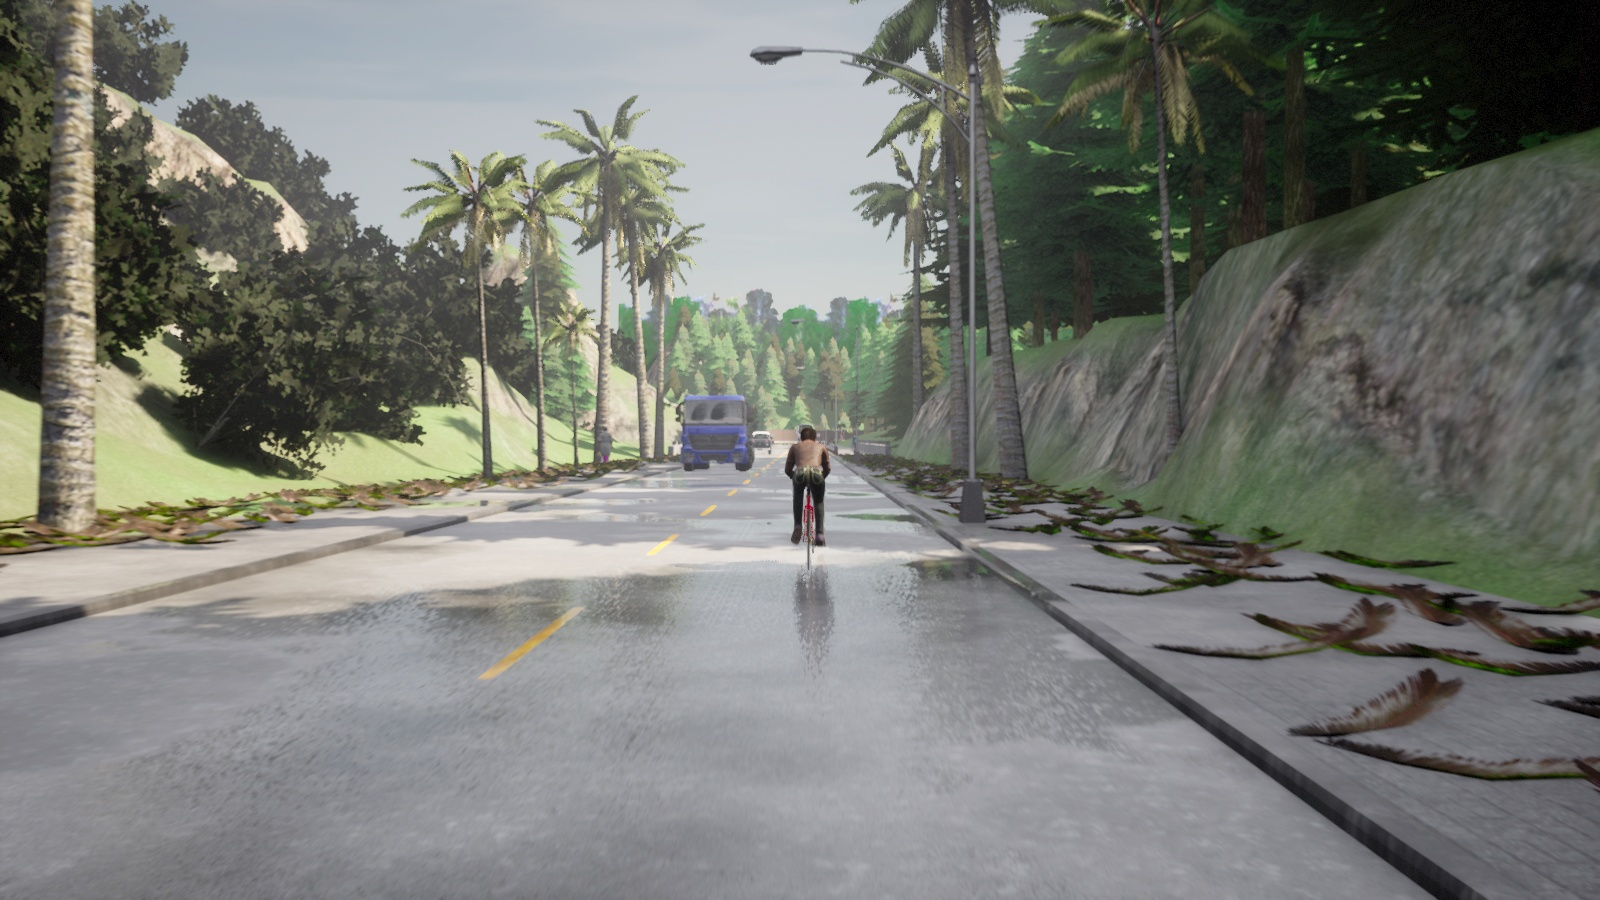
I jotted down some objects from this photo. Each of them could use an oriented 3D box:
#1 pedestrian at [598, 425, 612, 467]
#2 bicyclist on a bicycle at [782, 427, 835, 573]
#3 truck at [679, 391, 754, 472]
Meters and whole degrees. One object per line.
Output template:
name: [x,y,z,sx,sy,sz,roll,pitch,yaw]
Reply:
pedestrian: [-9.078,-0.180,58.480,0.659,1.952,0.873,0,1,-9]
bicyclist on a bicycle: [0.098,0.550,14.746,0.582,1.620,1.656,0,0,0]
truck: [-3.704,-0.819,57.414,2.891,3.462,7.936,0,1,0]
